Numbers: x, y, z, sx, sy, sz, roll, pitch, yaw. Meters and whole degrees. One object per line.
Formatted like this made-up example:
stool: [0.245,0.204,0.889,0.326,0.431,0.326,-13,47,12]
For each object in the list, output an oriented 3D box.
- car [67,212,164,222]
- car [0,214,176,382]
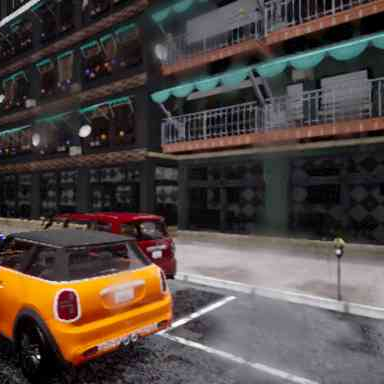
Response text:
car: [-2.672,1.441,8.594,5.009,1.841,2.192,0,-1,37]
car: [-2.522,1.440,5.888,4.553,1.767,2.097,-1,-1,41]
